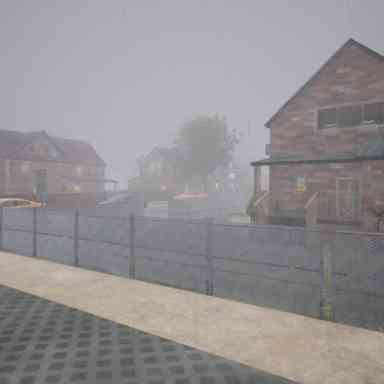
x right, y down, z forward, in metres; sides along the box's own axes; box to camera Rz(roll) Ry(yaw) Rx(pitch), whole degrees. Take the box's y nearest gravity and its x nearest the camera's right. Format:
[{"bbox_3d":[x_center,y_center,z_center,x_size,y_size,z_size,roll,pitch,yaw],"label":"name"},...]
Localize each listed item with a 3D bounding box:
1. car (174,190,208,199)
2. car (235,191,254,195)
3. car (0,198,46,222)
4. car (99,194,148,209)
[{"bbox_3d":[-0.029,0.560,37.303,2.097,1.767,4.553,1,2,36],"label":"car"},{"bbox_3d":[8.131,0.482,48.712,1.895,1.301,4.718,1,2,36],"label":"car"},{"bbox_3d":[-11.709,1.160,20.838,1.882,1.535,5.008,1,2,35],"label":"car"},{"bbox_3d":[-5.959,0.953,28.957,1.837,1.490,4.892,1,2,35],"label":"car"}]
